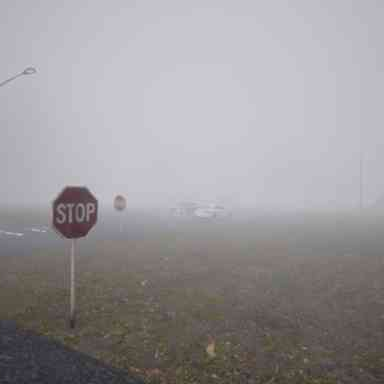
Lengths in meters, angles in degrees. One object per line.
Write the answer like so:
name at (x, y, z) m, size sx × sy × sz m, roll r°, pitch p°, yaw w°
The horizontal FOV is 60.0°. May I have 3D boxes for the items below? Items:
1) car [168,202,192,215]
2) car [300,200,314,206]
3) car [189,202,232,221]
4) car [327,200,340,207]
car at (-0.815, 1.937, 39.632) m, size 1.837 × 1.490 × 4.892 m, roll 1°, pitch 1°, yaw 36°
car at (27.085, 2.518, 78.306) m, size 1.895 × 1.301 × 4.718 m, roll 1°, pitch 0°, yaw 36°
car at (2.063, 1.917, 31.655) m, size 1.812 × 1.442 × 4.674 m, roll 1°, pitch 0°, yaw 36°
car at (29.994, 2.450, 70.375) m, size 1.837 × 1.490 × 4.892 m, roll 1°, pitch 0°, yaw 36°
